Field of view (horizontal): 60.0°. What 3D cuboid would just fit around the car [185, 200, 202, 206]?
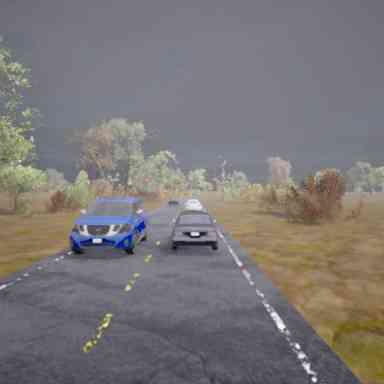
[{"bbox_3d":[0.133,1.566,36.811,1.812,1.442,4.674,0,0,0],"label":"car"}]

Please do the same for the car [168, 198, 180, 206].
[{"bbox_3d":[-3.003,1.660,55.294,1.895,1.301,4.718,0,0,1],"label":"car"}]

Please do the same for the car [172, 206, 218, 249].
[{"bbox_3d":[0.113,1.564,14.494,2.033,1.411,5.357,0,0,0],"label":"car"}]

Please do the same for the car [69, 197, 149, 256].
[{"bbox_3d":[-3.088,1.236,13.612,2.150,2.045,5.566,0,0,0],"label":"car"}]
